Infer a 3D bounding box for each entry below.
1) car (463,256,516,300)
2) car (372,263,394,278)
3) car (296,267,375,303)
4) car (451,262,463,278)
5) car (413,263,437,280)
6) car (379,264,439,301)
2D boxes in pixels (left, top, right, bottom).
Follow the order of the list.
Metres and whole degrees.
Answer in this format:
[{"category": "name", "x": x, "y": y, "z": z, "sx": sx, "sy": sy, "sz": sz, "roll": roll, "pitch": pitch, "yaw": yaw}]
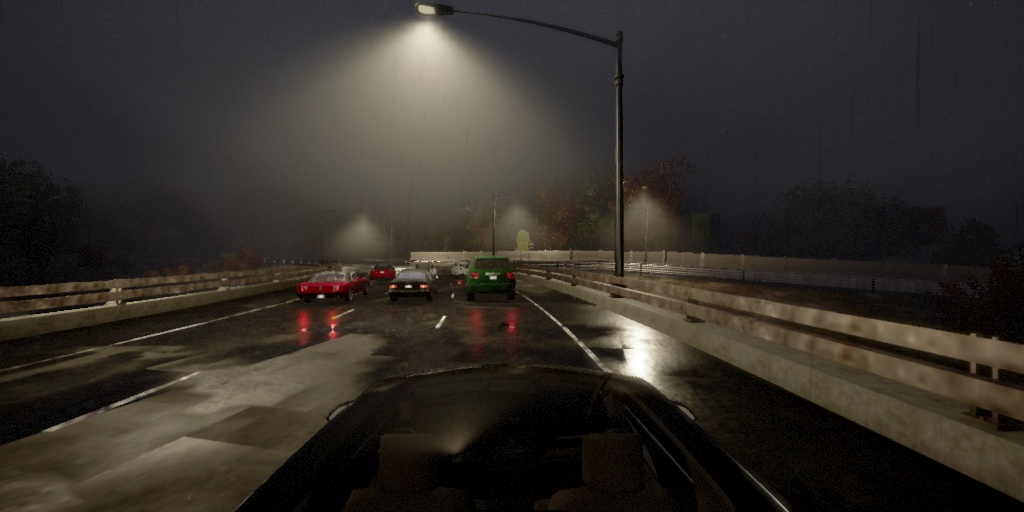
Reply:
[{"category": "car", "x": -1.171, "y": 1.006, "z": 17.809, "sx": 2.150, "sy": 2.045, "sz": 5.566, "roll": 0, "pitch": 0, "yaw": -8}, {"category": "car", "x": -11.335, "y": 1.320, "z": 31.669, "sx": 1.994, "sy": 1.385, "sz": 4.181, "roll": 0, "pitch": 0, "yaw": -16}, {"category": "car", "x": -8.099, "y": 1.364, "z": 16.811, "sx": 1.895, "sy": 1.301, "sz": 4.718, "roll": 0, "pitch": 0, "yaw": -8}, {"category": "car", "x": -4.619, "y": 1.281, "z": 33.640, "sx": 1.812, "sy": 1.442, "sz": 4.674, "roll": 0, "pitch": 0, "yaw": -16}, {"category": "car", "x": -7.985, "y": 1.364, "z": 32.683, "sx": 1.895, "sy": 1.301, "sz": 4.718, "roll": 0, "pitch": 0, "yaw": -16}, {"category": "car", "x": -4.631, "y": 1.311, "z": 17.280, "sx": 2.033, "sy": 1.411, "sz": 5.357, "roll": 0, "pitch": 0, "yaw": -8}]
